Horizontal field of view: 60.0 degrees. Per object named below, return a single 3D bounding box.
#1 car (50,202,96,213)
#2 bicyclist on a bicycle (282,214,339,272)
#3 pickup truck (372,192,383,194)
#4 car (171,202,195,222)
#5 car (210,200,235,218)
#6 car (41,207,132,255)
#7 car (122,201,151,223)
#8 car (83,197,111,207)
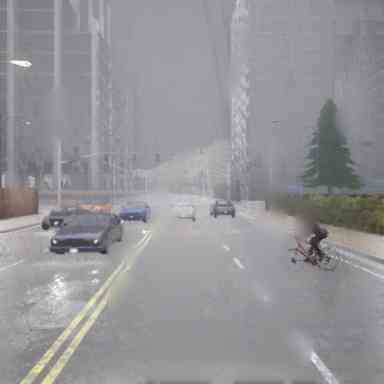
[{"bbox_3d":[-7.662,1.564,20.650,1.994,1.385,4.181,0,0,-1],"label":"car"},{"bbox_3d":[3.330,1.446,9.380,1.656,1.620,0.582,-2,0,-2],"label":"bicyclist on a bicycle"},{"bbox_3d":[39.556,1.058,69.008,6.274,2.098,2.390,0,0,28],"label":"pickup truck"},{"bbox_3d":[-0.699,1.525,26.566,1.812,1.442,4.674,0,0,-2],"label":"car"},{"bbox_3d":[2.717,1.491,30.300,2.128,1.511,4.902,0,0,-3],"label":"car"},{"bbox_3d":[-3.970,1.547,13.603,2.033,1.411,5.357,0,0,-2],"label":"car"},{"bbox_3d":[-4.254,1.477,25.569,1.882,1.535,5.008,0,0,-2],"label":"car"},{"bbox_3d":[-7.767,1.273,26.074,2.097,1.767,4.553,0,0,-2],"label":"car"}]
